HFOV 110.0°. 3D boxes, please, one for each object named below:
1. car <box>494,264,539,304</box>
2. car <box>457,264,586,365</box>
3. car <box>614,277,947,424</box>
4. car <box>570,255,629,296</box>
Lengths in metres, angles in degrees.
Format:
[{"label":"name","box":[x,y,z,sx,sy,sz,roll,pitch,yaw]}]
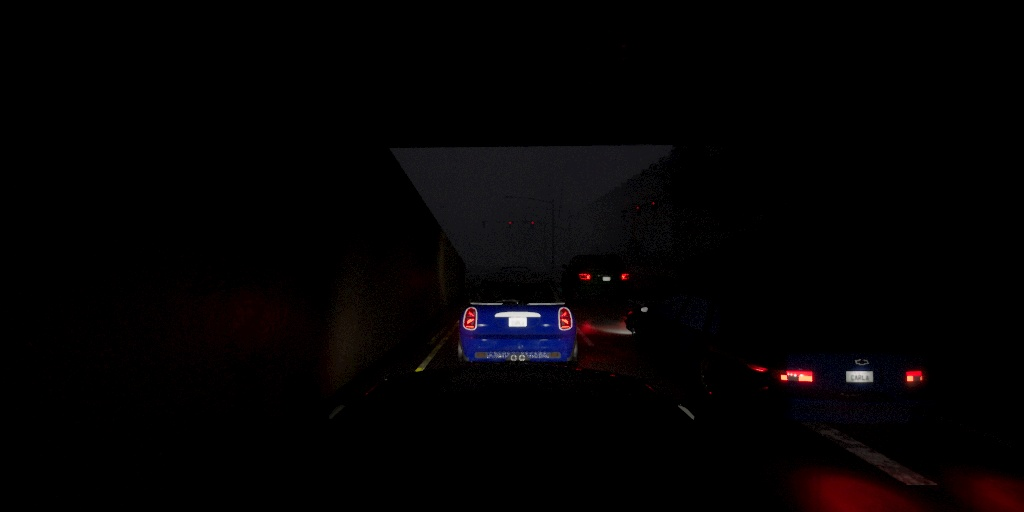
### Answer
[{"label":"car","box":[0.134,1.229,17.281,1.882,1.535,5.008,0,0,-1]},{"label":"car","box":[0.108,1.103,7.998,2.097,1.767,4.553,0,0,0]},{"label":"car","box":[3.611,1.298,6.227,2.033,1.411,5.357,0,0,0]},{"label":"car","box":[3.647,0.973,16.473,2.150,2.045,5.566,0,0,0]}]
